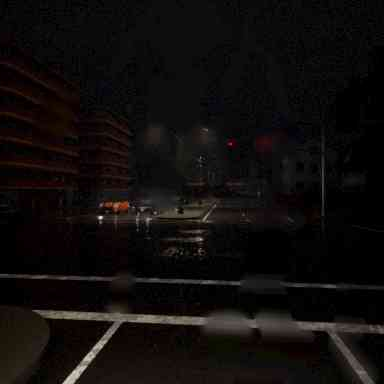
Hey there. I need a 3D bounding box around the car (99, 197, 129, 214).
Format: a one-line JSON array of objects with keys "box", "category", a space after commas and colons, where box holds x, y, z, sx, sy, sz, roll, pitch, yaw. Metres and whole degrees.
[{"box": [-8.105, 1.352, 34.951, 2.097, 1.767, 4.553, 0, 0, 6], "category": "car"}]

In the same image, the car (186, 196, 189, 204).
[{"box": [-1.631, 1.505, 63.037, 1.837, 1.490, 4.892, 0, 0, 7], "category": "car"}]

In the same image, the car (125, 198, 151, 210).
[{"box": [-7.120, 1.545, 44.369, 2.033, 1.411, 5.357, 0, 0, 6], "category": "car"}]

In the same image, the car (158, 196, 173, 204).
[{"box": [-5.062, 1.564, 63.874, 1.994, 1.385, 4.181, 0, 0, 6], "category": "car"}]

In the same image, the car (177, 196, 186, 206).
[{"box": [-2.684, 1.491, 53.135, 2.128, 1.511, 4.902, 0, 0, 6], "category": "car"}]

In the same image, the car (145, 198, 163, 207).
[{"box": [-6.124, 1.601, 53.900, 1.895, 1.301, 4.718, 0, 0, 6], "category": "car"}]

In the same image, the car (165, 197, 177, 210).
[{"box": [-3.634, 1.601, 44.090, 1.895, 1.301, 4.718, 0, 0, 6], "category": "car"}]

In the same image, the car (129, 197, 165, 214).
[{"box": [-4.590, 1.491, 34.880, 2.128, 1.511, 4.902, 0, 0, 6], "category": "car"}]
